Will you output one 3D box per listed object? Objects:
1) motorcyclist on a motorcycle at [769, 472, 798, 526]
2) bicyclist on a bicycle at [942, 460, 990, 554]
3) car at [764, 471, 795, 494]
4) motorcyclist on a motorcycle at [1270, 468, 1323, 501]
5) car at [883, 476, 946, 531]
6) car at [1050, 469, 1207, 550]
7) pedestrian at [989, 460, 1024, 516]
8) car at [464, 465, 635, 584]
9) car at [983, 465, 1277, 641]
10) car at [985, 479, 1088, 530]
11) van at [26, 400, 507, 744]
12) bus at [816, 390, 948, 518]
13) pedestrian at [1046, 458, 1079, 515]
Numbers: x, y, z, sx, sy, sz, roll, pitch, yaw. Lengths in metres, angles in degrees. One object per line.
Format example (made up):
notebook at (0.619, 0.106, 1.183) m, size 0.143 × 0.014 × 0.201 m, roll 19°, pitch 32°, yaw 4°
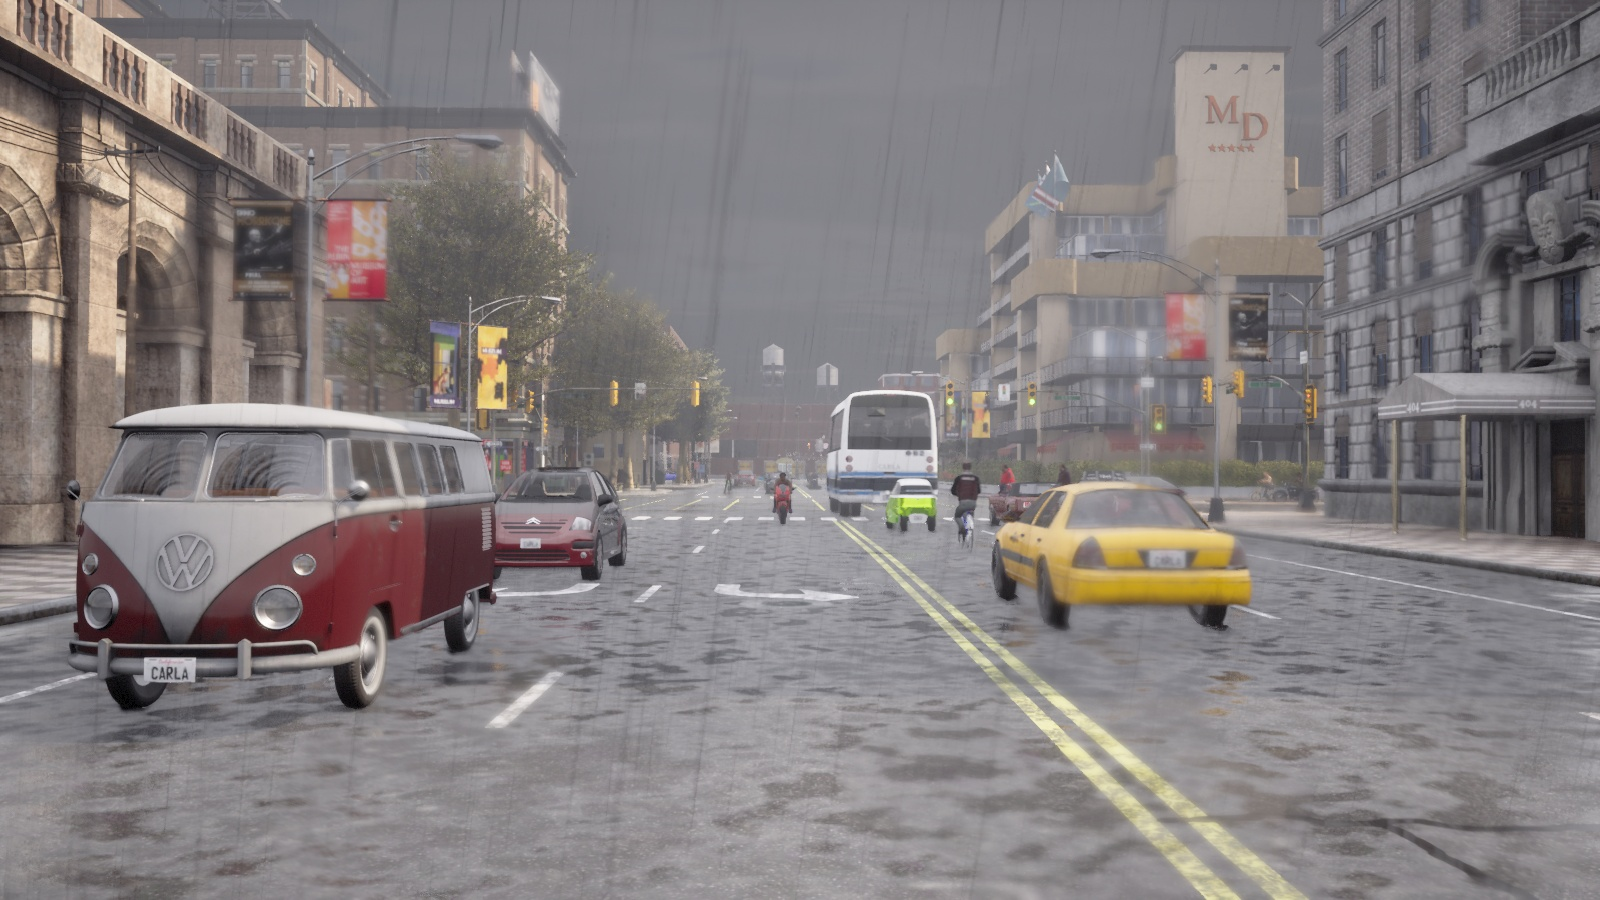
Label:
motorcyclist on a motorcycle at (-0.491, 1.415, 36.775) m, size 0.797 × 1.523 × 2.044 m, roll 0°, pitch -1°, yaw -1°
bicyclist on a bicycle at (3.241, 1.086, 24.697) m, size 0.659 × 1.776 × 1.843 m, roll 0°, pitch -1°, yaw -1°
car at (-1.442, 2.247, 87.812) m, size 2.128 × 1.511 × 4.902 m, roll 0°, pitch -1°, yaw -1°
motorcyclist on a motorcycle at (24.891, 1.721, 62.998) m, size 2.350 × 1.649 × 0.766 m, roll 0°, pitch -1°, yaw -1°
car at (3.070, 1.425, 33.963) m, size 1.481 × 1.376 × 2.207 m, roll 0°, pitch 0°, yaw -1°
car at (6.719, 1.174, 26.231) m, size 2.007 × 1.525 × 4.514 m, roll 0°, pitch -1°, yaw -1°
pedestrian at (6.817, 1.246, 41.466) m, size 0.899 × 1.844 × 0.634 m, roll 0°, pitch -1°, yaw -21°
car at (-3.690, 1.049, 19.162) m, size 1.851 × 1.617 × 3.988 m, roll 0°, pitch -1°, yaw -1°
car at (3.357, 0.974, 13.970) m, size 1.801 × 1.575 × 5.366 m, roll 0°, pitch -1°, yaw 0°
car at (6.547, 1.479, 35.251) m, size 1.895 × 1.301 × 4.718 m, roll 0°, pitch -1°, yaw -1°
van at (-3.607, 0.741, 9.502) m, size 1.775 × 1.987 × 4.442 m, roll 0°, pitch -1°, yaw -1°
bus at (2.792, 0.212, 46.862) m, size 3.944 × 4.253 × 10.273 m, roll 0°, pitch -1°, yaw -2°
pedestrian at (8.664, 1.205, 41.424) m, size 0.899 × 1.844 × 0.634 m, roll 0°, pitch -1°, yaw -7°
